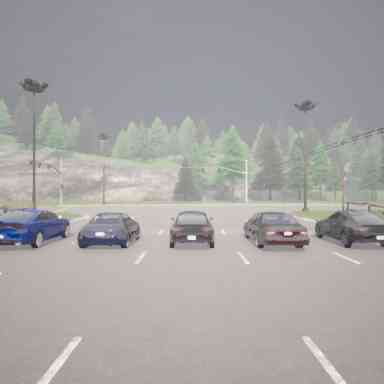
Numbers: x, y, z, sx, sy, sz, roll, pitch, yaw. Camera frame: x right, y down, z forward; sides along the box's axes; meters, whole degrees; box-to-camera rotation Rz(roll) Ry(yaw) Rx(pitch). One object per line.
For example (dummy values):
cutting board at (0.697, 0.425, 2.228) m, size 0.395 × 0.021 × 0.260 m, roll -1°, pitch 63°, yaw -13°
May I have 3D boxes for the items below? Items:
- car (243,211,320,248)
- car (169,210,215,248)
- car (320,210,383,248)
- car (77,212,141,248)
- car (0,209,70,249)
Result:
car at (3.500, 1.563, 14.650) m, size 2.033 × 1.411 × 5.357 m, roll 0°, pitch 0°, yaw 0°
car at (0.000, 1.533, 14.650) m, size 1.812 × 1.442 × 4.674 m, roll 0°, pitch 0°, yaw 0°
car at (7.000, 1.533, 14.650) m, size 1.812 × 1.442 × 4.674 m, roll 0°, pitch 0°, yaw 0°
car at (-3.500, 1.572, 14.650) m, size 1.994 × 1.385 × 4.181 m, roll 0°, pitch 0°, yaw 0°
car at (-7.000, 1.484, 14.650) m, size 1.882 × 1.535 × 5.008 m, roll 0°, pitch 0°, yaw 0°
